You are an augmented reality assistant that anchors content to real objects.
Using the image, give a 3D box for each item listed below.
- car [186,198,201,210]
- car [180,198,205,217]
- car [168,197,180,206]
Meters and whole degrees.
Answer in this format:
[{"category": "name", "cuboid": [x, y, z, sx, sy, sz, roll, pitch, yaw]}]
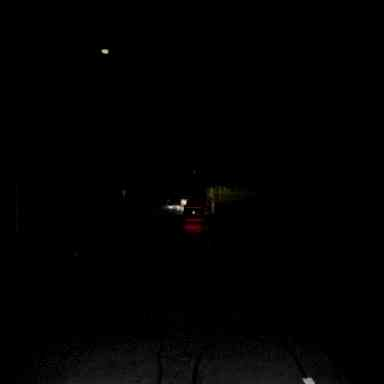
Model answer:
[{"category": "car", "cuboid": [0.171, 1.520, 43.137, 1.812, 1.442, 4.674, 0, 0, 0]}, {"category": "car", "cuboid": [0.150, 1.484, 30.638, 1.837, 1.490, 4.892, 0, 0, 0]}, {"category": "car", "cuboid": [-2.719, 1.555, 53.802, 2.033, 1.411, 5.357, 0, 0, 1]}]
